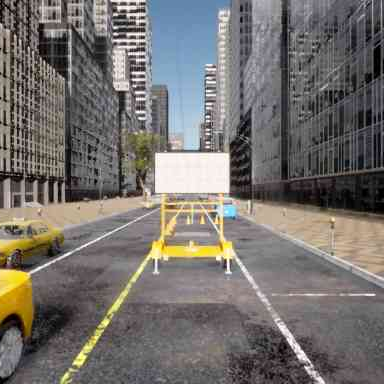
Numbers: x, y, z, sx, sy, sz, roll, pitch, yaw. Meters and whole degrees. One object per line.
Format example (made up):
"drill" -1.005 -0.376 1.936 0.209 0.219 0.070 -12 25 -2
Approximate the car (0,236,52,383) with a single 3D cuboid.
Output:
"car" -3.099 1.477 2.525 1.882 1.535 5.008 0 0 0

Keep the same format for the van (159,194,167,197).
"van" -5.640 1.350 56.191 1.690 1.788 3.998 0 0 0

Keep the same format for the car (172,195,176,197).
"car" -5.618 1.329 78.862 2.192 1.841 5.009 0 0 0

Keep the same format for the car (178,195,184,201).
"car" -2.917 1.564 87.736 2.033 1.411 5.357 0 0 0

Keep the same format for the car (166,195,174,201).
"car" -5.613 1.541 84.360 1.752 1.417 4.829 0 0 0

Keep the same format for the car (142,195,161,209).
"car" -5.651 1.531 44.684 1.752 1.417 4.829 0 0 0

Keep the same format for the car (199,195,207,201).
"car" 2.768 1.561 84.521 1.887 1.381 4.507 0 0 0

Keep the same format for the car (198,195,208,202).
"car" 2.757 1.563 73.185 2.008 1.369 4.403 0 0 0

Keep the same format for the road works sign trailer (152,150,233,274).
"road works sign trailer" 0.009 0.464 10.577 2.380 3.560 2.880 0 0 0

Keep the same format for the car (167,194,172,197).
"car" -5.629 1.562 67.526 2.008 1.369 4.403 0 0 0

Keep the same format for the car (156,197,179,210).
"car" -3.061 1.606 42.695 1.895 1.301 4.718 0 0 0

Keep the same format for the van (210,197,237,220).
"van" 2.713 1.343 27.841 1.690 1.788 3.998 0 0 0

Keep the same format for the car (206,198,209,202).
"car" 2.719 1.529 33.679 1.752 1.417 4.829 0 0 0

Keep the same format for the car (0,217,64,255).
"car" -5.683 1.526 10.677 1.752 1.417 4.829 0 0 0
